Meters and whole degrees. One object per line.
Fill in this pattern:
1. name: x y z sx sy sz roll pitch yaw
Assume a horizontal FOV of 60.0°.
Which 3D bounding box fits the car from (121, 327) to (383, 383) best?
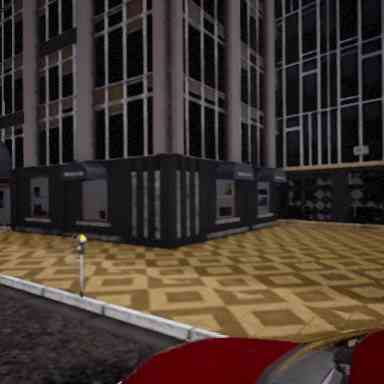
1. car: 1.284 1.582 1.959 4.206 1.307 1.802 -1 0 35
